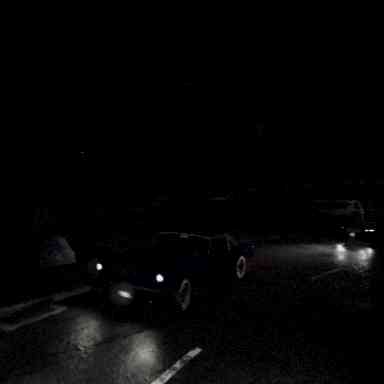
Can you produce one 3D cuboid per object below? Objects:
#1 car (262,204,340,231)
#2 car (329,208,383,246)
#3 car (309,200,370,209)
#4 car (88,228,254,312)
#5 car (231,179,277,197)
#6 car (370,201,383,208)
[{"bbox_3d":[7.181,1.773,22.792,4.792,1.488,2.163,1,-1,35],"label":"car"},{"bbox_3d":[9.668,1.824,17.355,4.902,1.511,2.128,1,0,-36],"label":"car"},{"bbox_3d":[9.645,1.576,24.556,5.566,2.045,2.435,1,-1,34],"label":"car"},{"bbox_3d":[-0.143,1.600,8.010,1.895,1.301,4.718,2,0,30],"label":"car"},{"bbox_3d":[5.674,-0.434,30.294,4.902,1.511,2.128,-3,3,-35],"label":"car"},{"bbox_3d":[12.156,1.662,26.305,5.566,2.045,2.435,1,-1,34],"label":"car"}]
